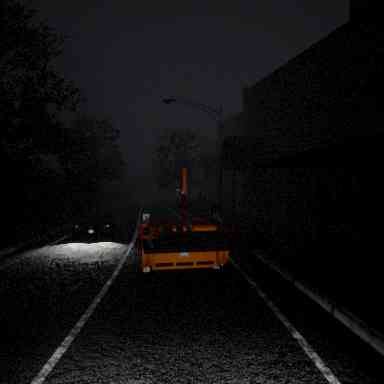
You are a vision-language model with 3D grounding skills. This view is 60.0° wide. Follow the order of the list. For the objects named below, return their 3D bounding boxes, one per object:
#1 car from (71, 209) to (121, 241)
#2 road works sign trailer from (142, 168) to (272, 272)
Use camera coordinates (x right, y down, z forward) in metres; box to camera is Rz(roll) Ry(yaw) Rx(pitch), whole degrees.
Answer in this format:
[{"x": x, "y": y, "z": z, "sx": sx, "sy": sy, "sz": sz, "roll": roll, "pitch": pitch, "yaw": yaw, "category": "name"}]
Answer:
[{"x": -4.727, "y": 1.573, "z": 16.838, "sx": 1.994, "sy": 1.385, "sz": 4.181, "roll": -1, "pitch": 0, "yaw": -7, "category": "car"}, {"x": 0.030, "y": 0.791, "z": 7.689, "sx": 2.380, "sy": 2.880, "sz": 3.560, "roll": 0, "pitch": 0, "yaw": -10, "category": "road works sign trailer"}]
